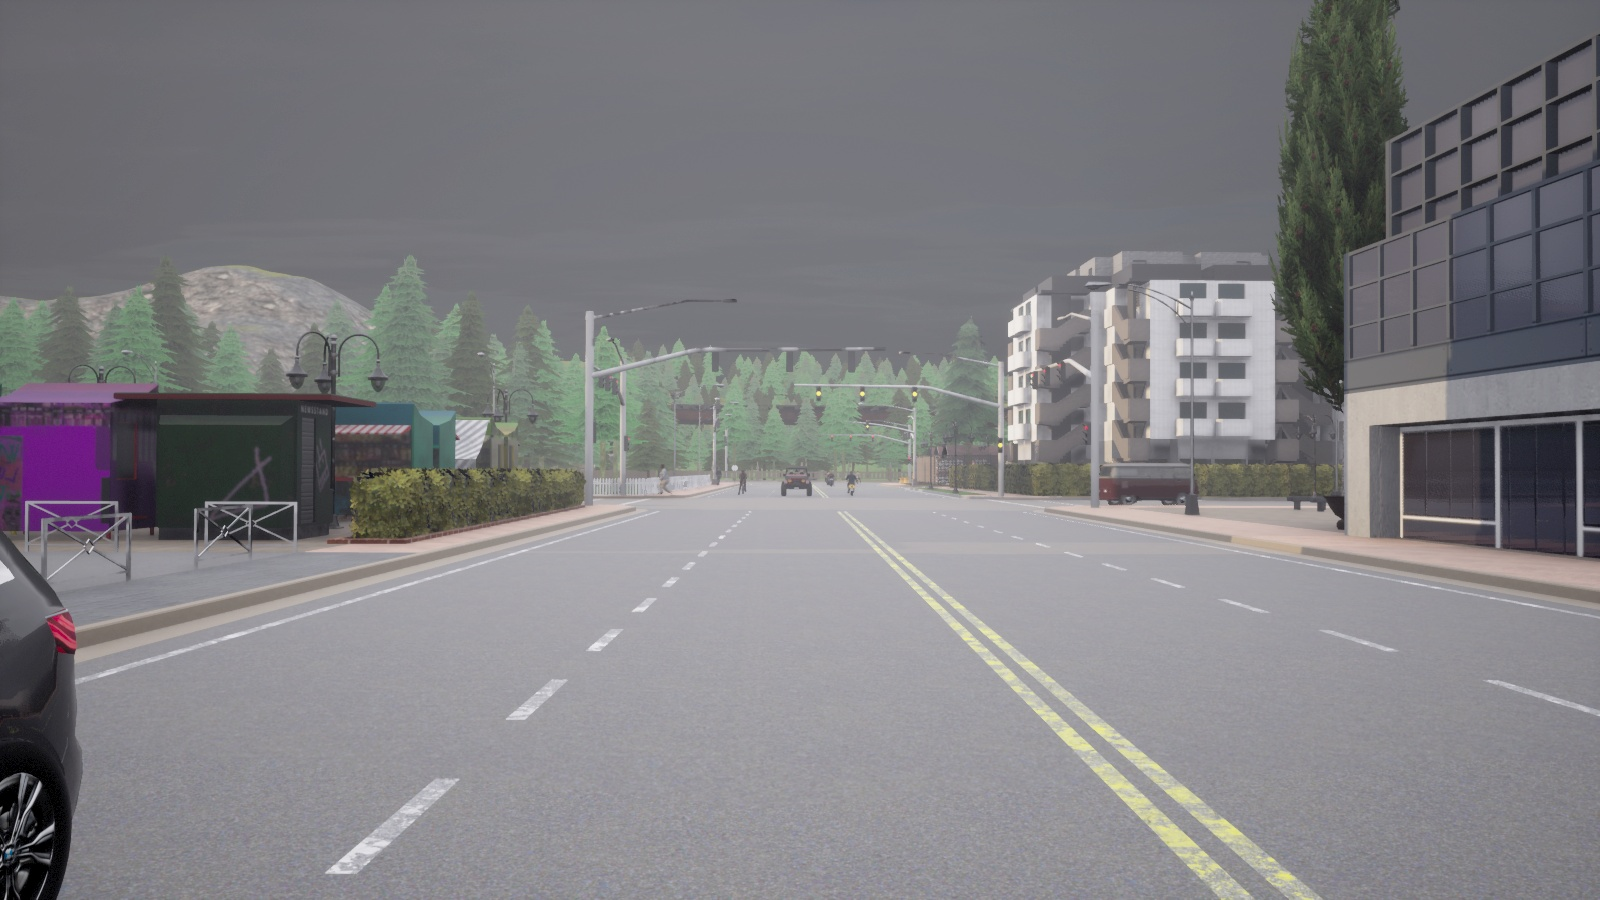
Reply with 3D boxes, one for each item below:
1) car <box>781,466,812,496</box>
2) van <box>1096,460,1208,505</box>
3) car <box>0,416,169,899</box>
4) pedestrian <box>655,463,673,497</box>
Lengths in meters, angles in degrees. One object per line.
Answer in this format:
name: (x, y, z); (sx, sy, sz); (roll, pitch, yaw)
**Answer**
car: (-0.200, 1.930, 78.718); (1.905, 1.878, 3.866); (0, -1, 0)
van: (15.682, 1.444, 56.083); (4.442, 1.987, 1.775); (0, -1, -8)
car: (-3.507, 0.714, 2.453); (2.242, 1.667, 4.611); (0, -1, 0)
pedestrian: (-7.701, 1.694, 71.017); (0.900, 1.855, 0.874); (0, -1, -11)
